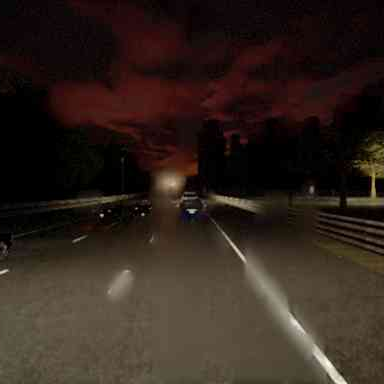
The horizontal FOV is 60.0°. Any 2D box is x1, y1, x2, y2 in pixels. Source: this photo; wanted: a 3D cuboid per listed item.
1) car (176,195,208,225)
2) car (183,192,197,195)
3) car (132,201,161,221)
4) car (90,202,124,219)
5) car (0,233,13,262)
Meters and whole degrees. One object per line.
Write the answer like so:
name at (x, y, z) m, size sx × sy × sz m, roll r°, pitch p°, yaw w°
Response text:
car at (-0.032, 1.294, 23.377) m, size 2.097 × 1.767 × 4.553 m, roll 0°, pitch 0°, yaw -1°
car at (-0.299, 1.084, 41.561) m, size 2.150 × 2.045 × 5.566 m, roll 0°, pitch 0°, yaw -1°
car at (-3.566, 1.422, 26.460) m, size 2.128 × 1.511 × 4.902 m, roll 0°, pitch 0°, yaw -1°
car at (-7.088, 1.526, 28.220) m, size 1.895 × 1.301 × 4.718 m, roll 0°, pitch 0°, yaw -1°
car at (-6.924, 1.586, 9.048) m, size 1.895 × 1.301 × 4.718 m, roll 0°, pitch 0°, yaw 0°
